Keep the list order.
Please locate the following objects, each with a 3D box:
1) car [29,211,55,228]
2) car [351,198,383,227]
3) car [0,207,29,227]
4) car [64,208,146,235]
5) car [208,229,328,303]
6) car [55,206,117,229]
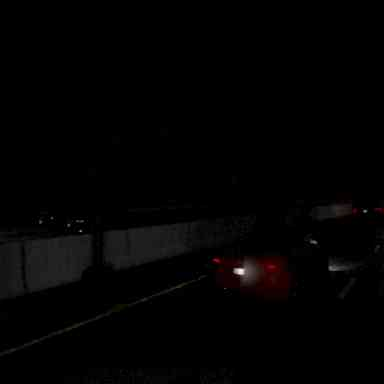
[{"bbox_3d":[-8.717,1.772,24.175,2.128,1.511,4.902,-1,-1,34],"label":"car"},{"bbox_3d":[13.890,1.492,25.857,2.150,2.045,5.566,-1,-1,36],"label":"car"},{"bbox_3d":[-13.382,1.804,23.522,1.812,1.442,4.674,-1,-1,34],"label":"car"},{"bbox_3d":[-4.391,1.771,18.072,1.994,1.385,4.181,-1,-1,34],"label":"car"},{"bbox_3d":[2.147,1.659,8.637,1.994,1.385,4.181,0,-1,34],"label":"car"},{"bbox_3d":[-6.011,1.743,21.931,2.128,1.511,4.902,-1,-1,34],"label":"car"}]
